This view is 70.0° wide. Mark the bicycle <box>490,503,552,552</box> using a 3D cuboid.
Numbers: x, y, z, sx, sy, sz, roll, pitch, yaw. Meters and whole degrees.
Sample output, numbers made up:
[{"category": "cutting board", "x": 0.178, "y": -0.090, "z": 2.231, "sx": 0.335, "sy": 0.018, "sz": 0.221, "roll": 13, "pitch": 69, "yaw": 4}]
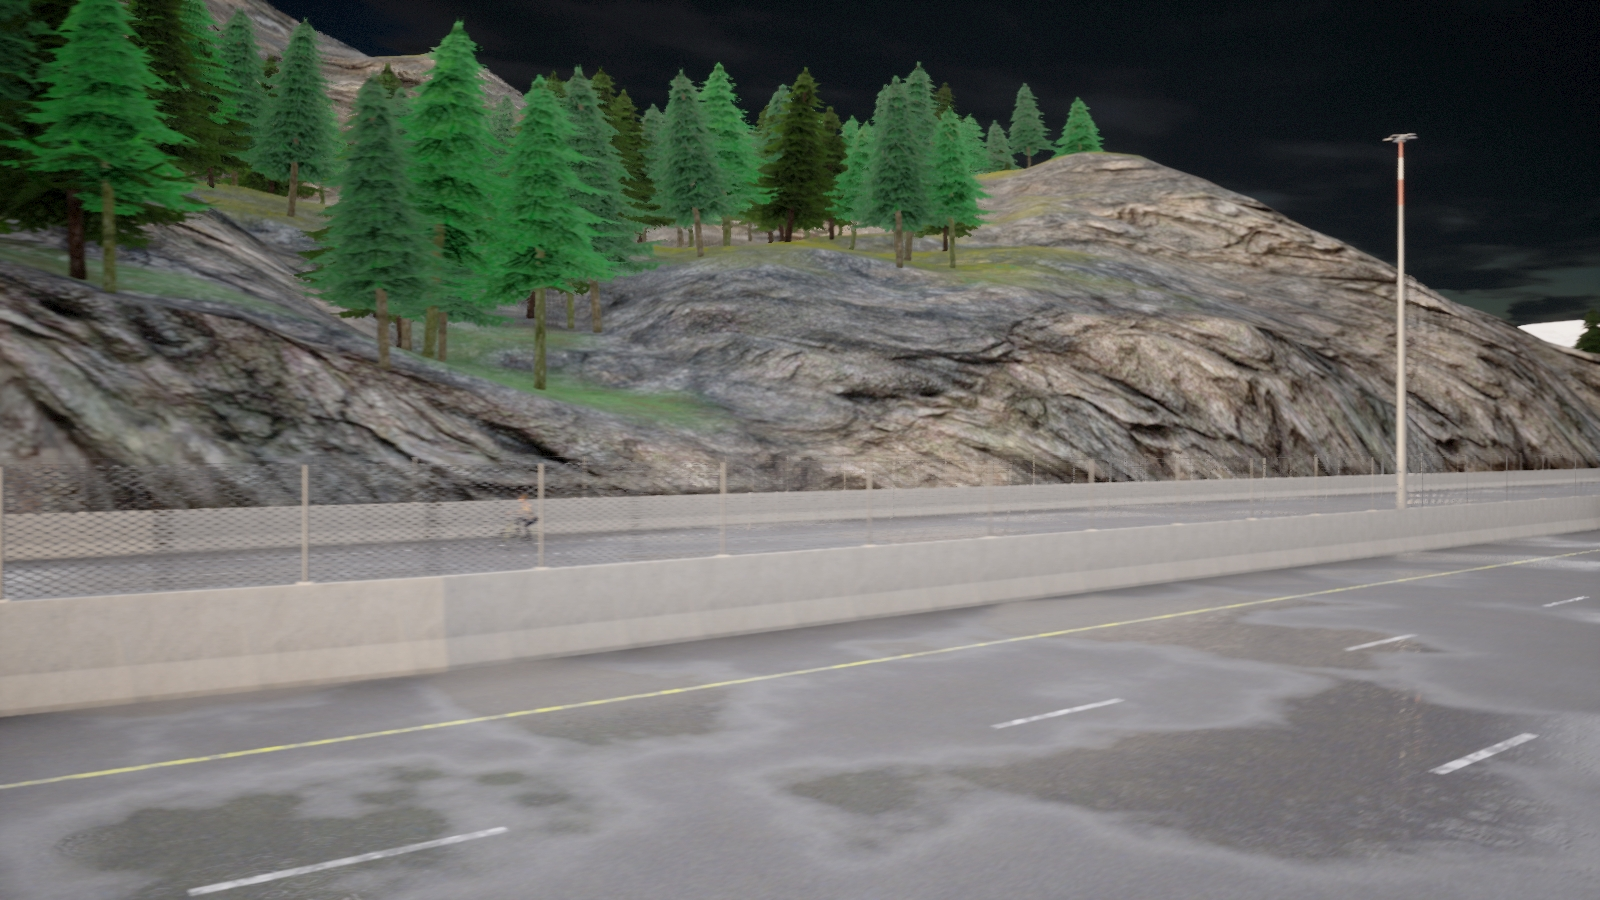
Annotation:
[{"category": "bicycle", "x": -7.984, "y": 2.202, "z": 32.701, "sx": 1.487, "sy": 1.295, "sz": 0.859, "roll": 0, "pitch": 0, "yaw": -38}]
